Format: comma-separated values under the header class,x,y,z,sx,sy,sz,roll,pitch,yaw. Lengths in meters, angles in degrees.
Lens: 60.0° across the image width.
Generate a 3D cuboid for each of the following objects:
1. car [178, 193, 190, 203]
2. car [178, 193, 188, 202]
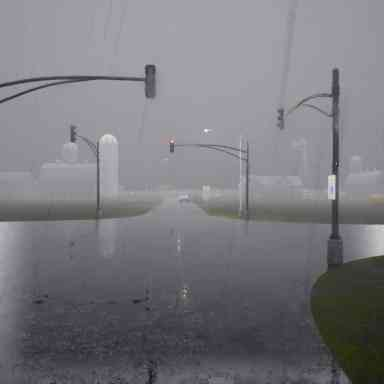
class,x,y,z,sx,sy,sz,roll,pitch,yaw
car,-1.526,1.553,69.932,1.812,1.442,4.674,0,0,-3
car,-2.113,1.189,79.966,2.150,2.045,5.566,0,0,-4
